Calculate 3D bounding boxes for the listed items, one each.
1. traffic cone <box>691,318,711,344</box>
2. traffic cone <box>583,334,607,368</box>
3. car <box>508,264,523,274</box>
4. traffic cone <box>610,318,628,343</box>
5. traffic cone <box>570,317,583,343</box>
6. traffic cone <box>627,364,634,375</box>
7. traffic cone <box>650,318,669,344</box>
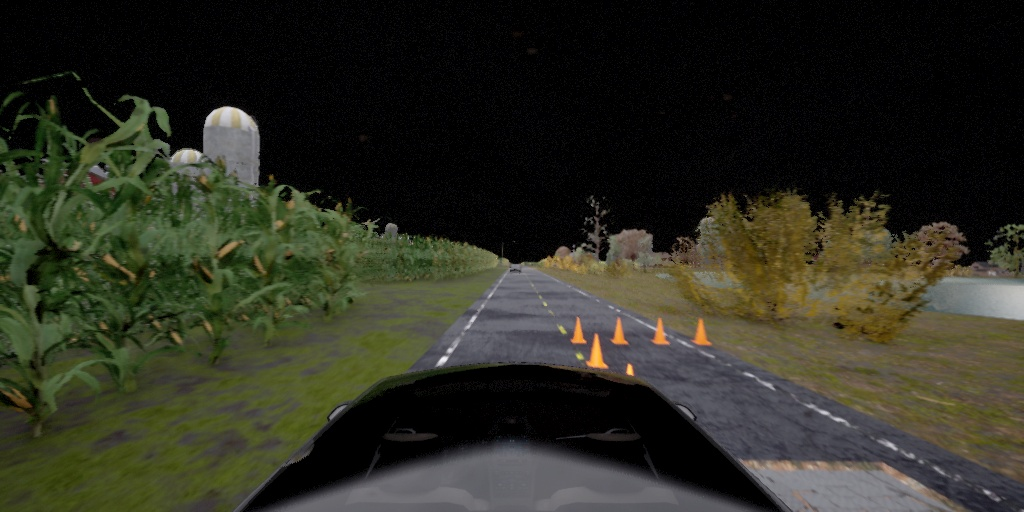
[{"bbox_3d":[4.626,1.829,8.784,0.340,0.580,0.340,0,0,1],"label":"traffic cone"},{"bbox_3d":[1.604,1.779,6.817,0.340,0.580,0.340,0,0,1],"label":"traffic cone"},{"bbox_3d":[0.558,1.951,56.105,1.837,1.490,4.892,0,-1,1],"label":"car"},{"bbox_3d":[2.626,1.812,8.806,0.340,0.580,0.340,0,0,1],"label":"traffic cone"},{"bbox_3d":[1.626,1.803,8.816,0.340,0.580,0.340,0,0,1],"label":"traffic cone"},{"bbox_3d":[1.583,1.756,4.817,0.340,0.580,0.340,0,0,1],"label":"traffic cone"},{"bbox_3d":[3.626,1.820,8.795,0.340,0.580,0.340,0,0,1],"label":"traffic cone"}]
